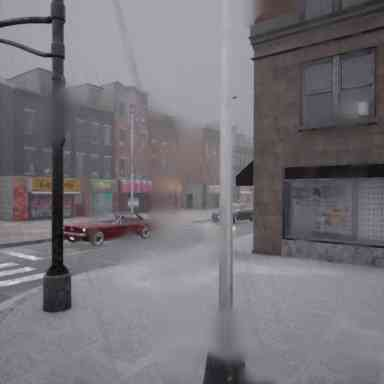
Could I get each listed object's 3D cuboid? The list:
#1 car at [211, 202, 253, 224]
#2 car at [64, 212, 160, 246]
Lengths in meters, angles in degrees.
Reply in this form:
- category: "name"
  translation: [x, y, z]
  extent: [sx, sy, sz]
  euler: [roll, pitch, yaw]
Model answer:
- category: "car"
  translation: [3.282, 1.575, 25.560]
  extent: [1.837, 1.490, 4.892]
  euler: [0, 0, 36]
- category: "car"
  translation: [-3.739, 1.633, 15.695]
  extent: [1.895, 1.301, 4.718]
  euler: [0, 0, 35]
